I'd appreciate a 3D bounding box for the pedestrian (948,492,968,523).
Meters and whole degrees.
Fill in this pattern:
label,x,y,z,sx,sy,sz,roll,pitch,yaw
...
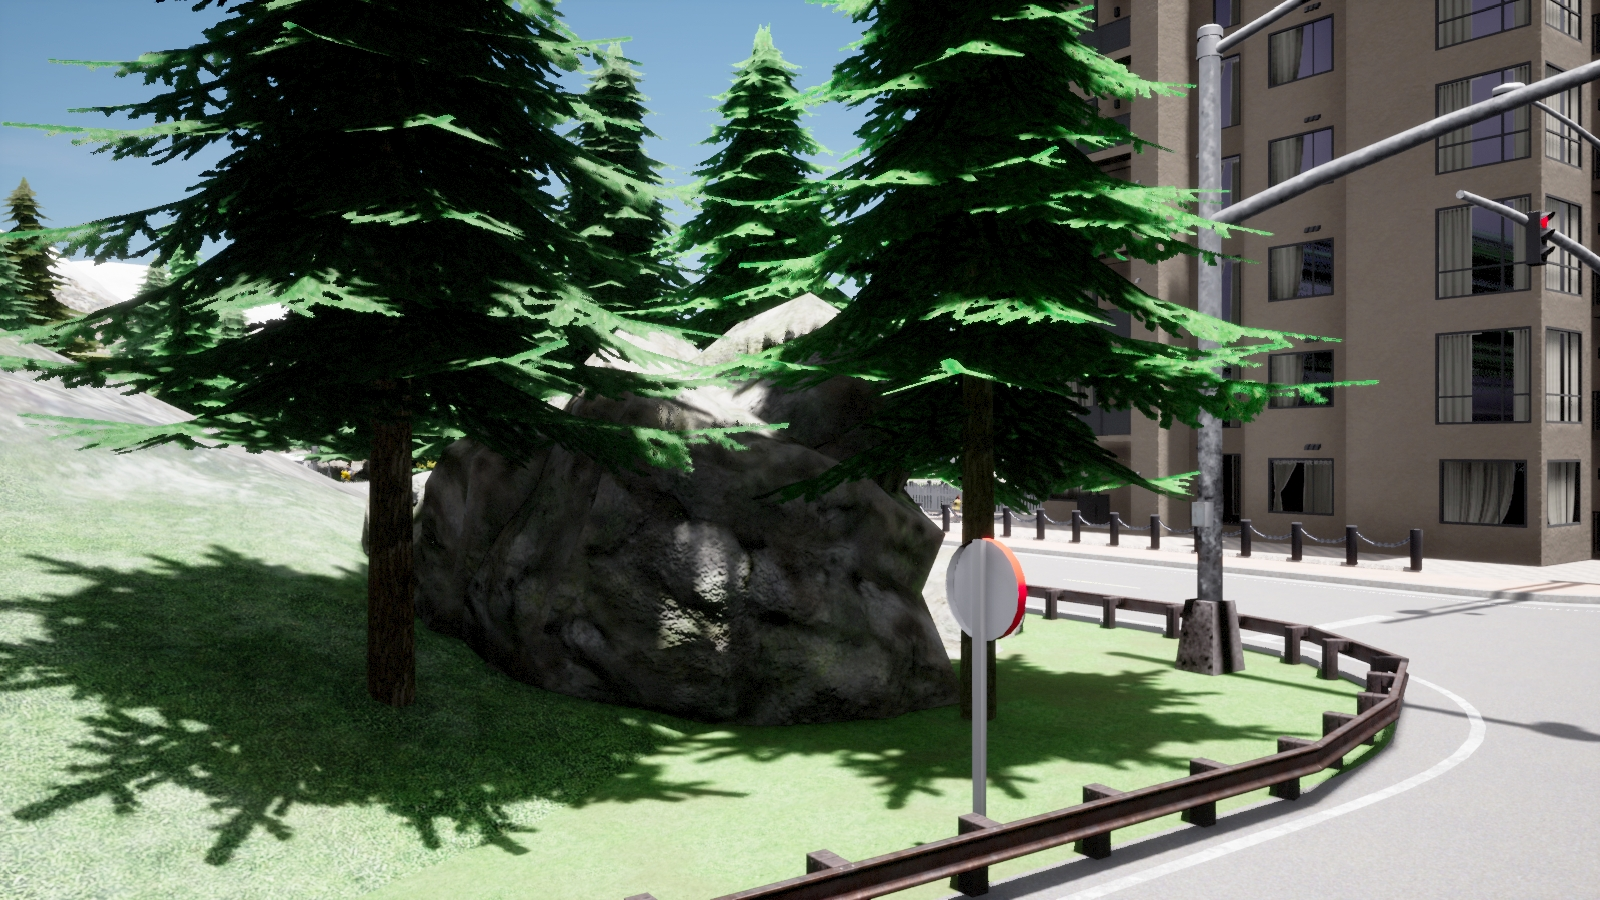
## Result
label,x,y,z,sx,sy,sz,roll,pitch,yaw
pedestrian,5.618,2.040,40.625,0.500,1.100,0.500,0,0,-31
